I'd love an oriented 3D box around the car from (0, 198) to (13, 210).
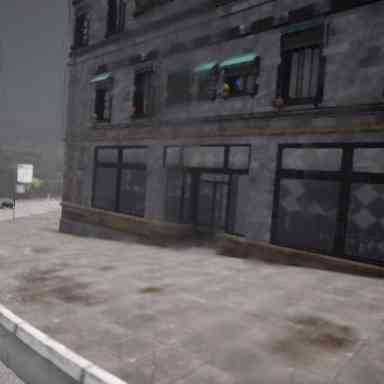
[{"bbox_3d":[-25.129,1.488,43.539,2.128,1.511,4.902,4,-1,-8],"label":"car"}]
